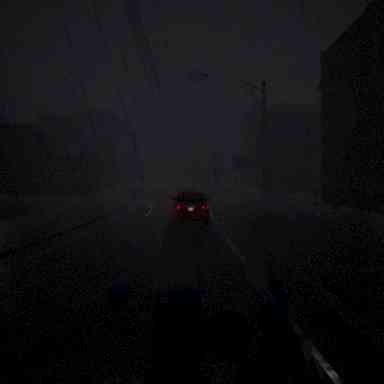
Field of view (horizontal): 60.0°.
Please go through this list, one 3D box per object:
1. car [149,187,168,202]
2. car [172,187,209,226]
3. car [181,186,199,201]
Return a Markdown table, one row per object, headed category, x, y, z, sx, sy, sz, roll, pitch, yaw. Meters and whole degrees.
| category | x | y | z | sx | sy | sz | roll | pitch | yaw |
| --- | --- | --- | --- | --- | --- | --- | --- | --- | --- |
| car | -3.960 | 0.267 | 39.738 | 1.882 | 1.535 | 5.008 | 0 | 4 | 0 |
| car | -0.082 | 0.932 | 21.075 | 2.150 | 2.045 | 5.566 | 0 | 2 | 0 |
| car | -0.284 | 0.154 | 41.593 | 2.128 | 1.511 | 4.902 | 0 | 4 | -1 |
